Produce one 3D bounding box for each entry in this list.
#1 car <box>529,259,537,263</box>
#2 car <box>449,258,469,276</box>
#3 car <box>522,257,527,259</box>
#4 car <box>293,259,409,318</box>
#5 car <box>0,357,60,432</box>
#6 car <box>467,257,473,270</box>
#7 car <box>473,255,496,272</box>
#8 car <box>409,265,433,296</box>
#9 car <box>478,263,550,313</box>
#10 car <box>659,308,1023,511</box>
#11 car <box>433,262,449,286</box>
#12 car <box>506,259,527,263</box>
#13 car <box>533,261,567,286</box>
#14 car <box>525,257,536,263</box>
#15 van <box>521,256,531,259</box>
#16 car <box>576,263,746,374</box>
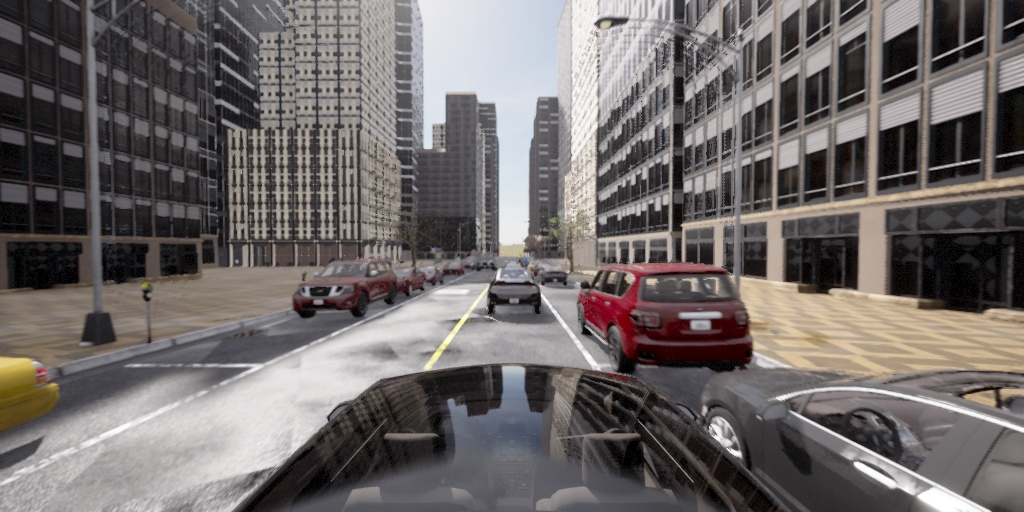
[{"bbox_3d":[2.678,1.224,29.960,1.888,1.381,4.507,0,0,0],"label":"car"},{"bbox_3d":[-5.707,1.210,35.581,1.888,1.381,4.507,0,0,0],"label":"car"},{"bbox_3d":[2.669,1.203,46.836,1.948,1.339,4.313,0,0,0],"label":"car"},{"bbox_3d":[-5.696,1.035,13.082,2.192,1.841,5.009,0,0,0],"label":"car"},{"bbox_3d":[-5.690,1.275,1.661,1.751,1.417,4.829,0,0,0],"label":"car"},{"bbox_3d":[-5.712,1.077,46.832,1.967,1.591,4.097,0,0,0],"label":"car"},{"bbox_3d":[-3.108,0.868,44.007,2.150,2.045,5.566,0,0,0],"label":"car"},{"bbox_3d":[-5.698,1.251,18.707,1.888,1.381,4.507,0,0,0],"label":"car"},{"bbox_3d":[0.078,1.210,13.846,2.128,1.511,4.902,0,0,0],"label":"car"},{"bbox_3d":[2.691,1.300,1.836,2.007,1.370,4.403,0,0,0],"label":"car"},{"bbox_3d":[-5.701,1.274,24.331,1.802,1.307,4.207,0,0,0],"label":"car"},{"bbox_3d":[0.074,1.204,30.041,1.812,1.442,4.674,0,0,0],"label":"car"},{"bbox_3d":[2.681,1.243,24.335,2.007,1.370,4.403,0,0,0],"label":"car"},{"bbox_3d":[2.672,1.177,41.381,1.751,1.417,4.829,0,0,0],"label":"car"},{"bbox_3d":[2.667,0.965,52.461,1.690,1.789,3.998,0,0,0],"label":"van"},{"bbox_3d":[2.689,1.050,7.460,2.192,1.841,5.009,0,0,0],"label":"car"}]
